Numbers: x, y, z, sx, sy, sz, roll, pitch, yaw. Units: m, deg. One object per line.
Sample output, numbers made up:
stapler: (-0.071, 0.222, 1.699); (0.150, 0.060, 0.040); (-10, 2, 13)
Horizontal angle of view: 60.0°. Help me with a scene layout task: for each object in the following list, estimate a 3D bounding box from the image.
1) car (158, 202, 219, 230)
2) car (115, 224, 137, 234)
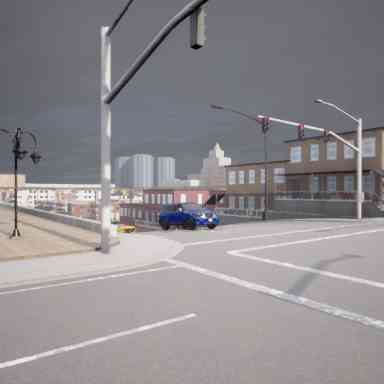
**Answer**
car: (-0.405, 1.777, 24.645); (2.150, 2.045, 5.566); (0, -5, -36)
car: (-7.453, 4.018, 34.228); (1.882, 1.535, 5.008); (0, -12, -36)
